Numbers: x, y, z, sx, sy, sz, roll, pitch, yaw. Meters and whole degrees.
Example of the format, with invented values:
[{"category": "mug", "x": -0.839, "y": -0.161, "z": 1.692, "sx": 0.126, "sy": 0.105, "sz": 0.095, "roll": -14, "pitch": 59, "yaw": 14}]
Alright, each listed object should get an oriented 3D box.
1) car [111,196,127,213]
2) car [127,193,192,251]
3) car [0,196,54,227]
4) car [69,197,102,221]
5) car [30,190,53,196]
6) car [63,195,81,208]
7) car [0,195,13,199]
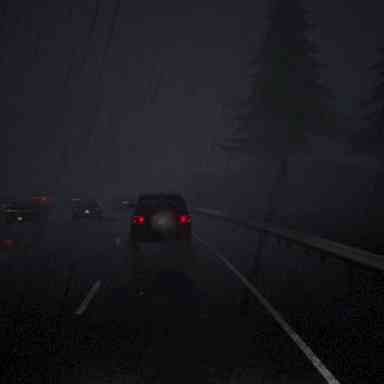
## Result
[{"category": "car", "x": -6.408, "y": 1.127, "z": 31.323, "sx": 2.128, "sy": 1.511, "sz": 4.902, "roll": 0, "pitch": 1, "yaw": -21}, {"category": "car", "x": -1.415, "y": 1.058, "z": 13.647, "sx": 2.150, "sy": 2.045, "sz": 5.566, "roll": 0, "pitch": 1, "yaw": -10}, {"category": "car", "x": -10.336, "y": 1.260, "z": 21.133, "sx": 2.128, "sy": 1.511, "sz": 4.902, "roll": 0, "pitch": 1, "yaw": -15}, {"category": "car", "x": -7.669, "y": 1.287, "z": 24.331, "sx": 1.994, "sy": 1.385, "sz": 4.181, "roll": 0, "pitch": 1, "yaw": -17}, {"category": "car", "x": -16.978, "y": 0.806, "z": 37.645, "sx": 2.150, "sy": 2.045, "sz": 5.566, "roll": 0, "pitch": 1, "yaw": -27}, {"category": "car", "x": -14.102, "y": 1.047, "z": 39.554, "sx": 2.128, "sy": 1.511, "sz": 4.902, "roll": 0, "pitch": 1, "yaw": -28}, {"category": "car", "x": -20.259, "y": 1.115, "z": 36.304, "sx": 1.837, "sy": 1.490, "sz": 4.892, "roll": 0, "pitch": 1, "yaw": -28}]
